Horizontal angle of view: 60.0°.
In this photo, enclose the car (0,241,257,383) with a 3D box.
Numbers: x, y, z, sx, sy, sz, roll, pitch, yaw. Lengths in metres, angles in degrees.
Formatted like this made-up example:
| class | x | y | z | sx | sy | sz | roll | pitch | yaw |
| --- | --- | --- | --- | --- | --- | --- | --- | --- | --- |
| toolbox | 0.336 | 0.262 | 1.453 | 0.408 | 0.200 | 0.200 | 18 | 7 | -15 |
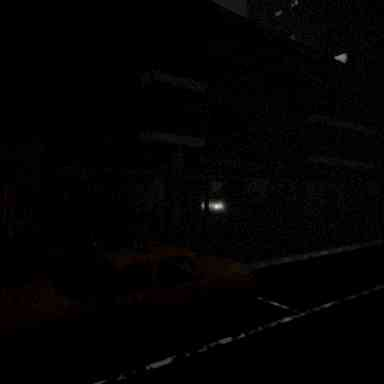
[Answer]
| class | x | y | z | sx | sy | sz | roll | pitch | yaw |
| --- | --- | --- | --- | --- | --- | --- | --- | --- | --- |
| car | -1.078 | 1.519 | 5.304 | 4.829 | 1.417 | 1.752 | 0 | 2 | -35 |
